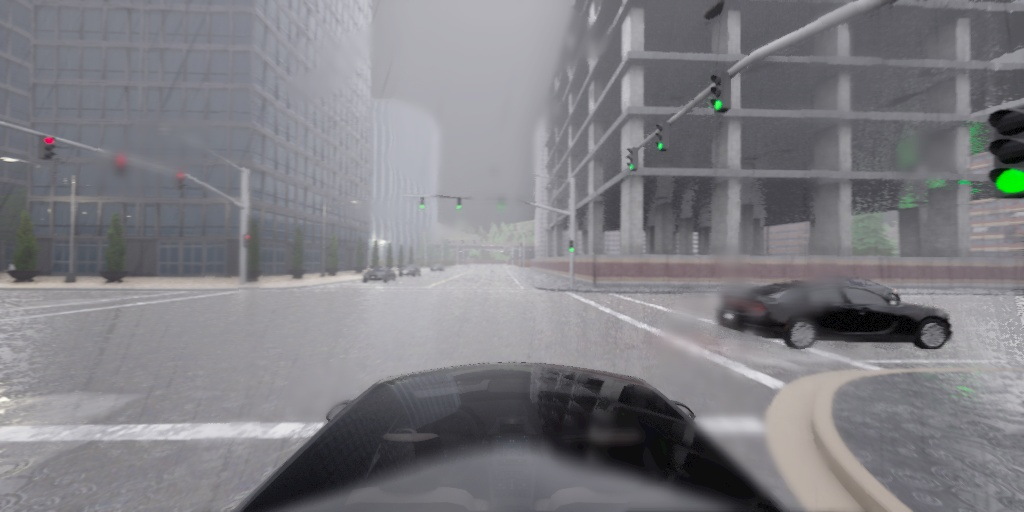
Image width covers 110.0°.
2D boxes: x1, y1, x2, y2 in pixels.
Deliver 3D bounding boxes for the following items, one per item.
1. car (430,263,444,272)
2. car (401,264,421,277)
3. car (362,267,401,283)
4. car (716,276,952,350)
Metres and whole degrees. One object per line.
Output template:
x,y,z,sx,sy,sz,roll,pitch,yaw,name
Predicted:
-12.833,1.985,61.721,2.128,1.511,4.902,1,-1,-2,car
-12.200,1.724,43.037,2.128,1.511,4.902,1,-1,-2,car
-11.798,1.645,32.190,1.994,1.385,4.181,1,-1,-2,car
7.801,1.375,8.896,5.008,1.535,1.882,1,-1,-3,car
